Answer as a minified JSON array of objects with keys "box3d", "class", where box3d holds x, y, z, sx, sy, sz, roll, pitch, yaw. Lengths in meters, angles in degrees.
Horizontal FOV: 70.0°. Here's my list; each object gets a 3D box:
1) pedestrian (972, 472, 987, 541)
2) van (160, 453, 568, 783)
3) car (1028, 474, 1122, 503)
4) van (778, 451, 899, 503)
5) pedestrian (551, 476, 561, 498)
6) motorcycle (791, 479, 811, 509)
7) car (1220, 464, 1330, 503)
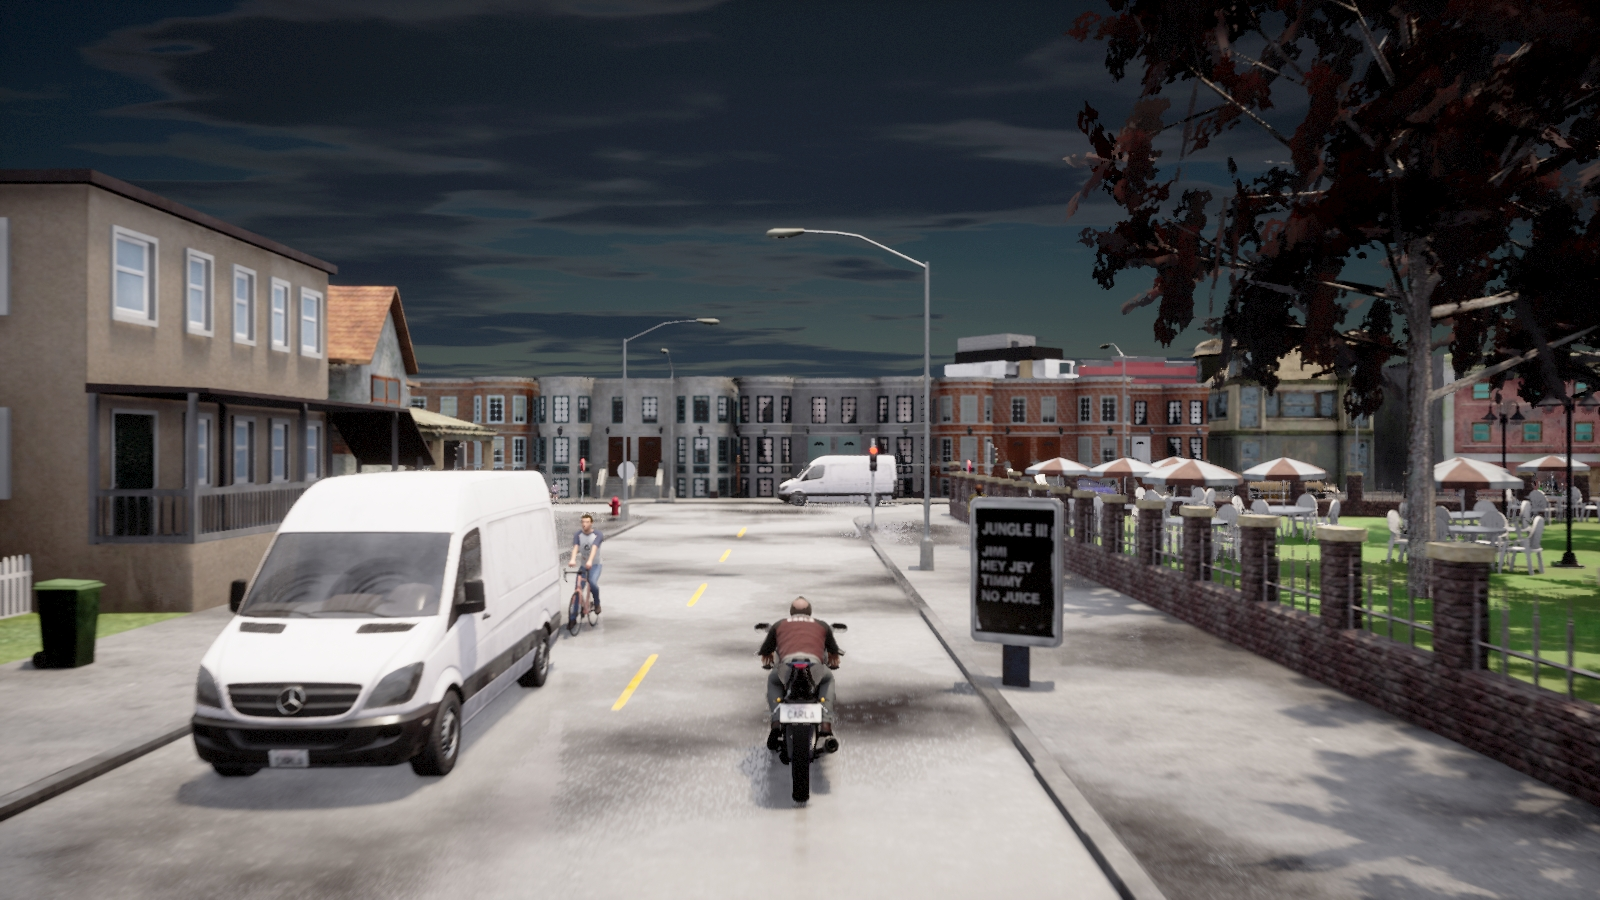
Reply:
[{"box3d":[4.885,1.525,31.087,0.375,1.860,0.375,0,0,2],"class":"pedestrian"},{"box3d":[-3.994,1.314,11.850,1.988,2.561,5.915,0,0,0],"class":"van"},{"box3d":[13.630,1.899,56.862,4.181,1.385,1.994,0,0,0],"class":"car"},{"box3d":[1.878,1.314,56.874,5.915,2.561,1.988,0,0,0],"class":"van"},{"box3d":[-12.643,1.904,59.210,0.500,1.100,0.500,0,0,-8],"class":"pedestrian"},{"box3d":[0.037,1.985,51.646,0.867,1.251,2.209,0,0,0],"class":"motorcycle"},{"box3d":[23.559,1.646,56.782,4.605,1.855,1.932,1,0,1],"class":"car"}]
